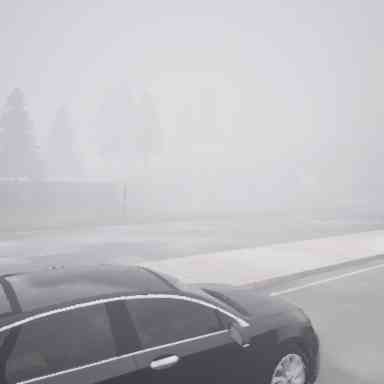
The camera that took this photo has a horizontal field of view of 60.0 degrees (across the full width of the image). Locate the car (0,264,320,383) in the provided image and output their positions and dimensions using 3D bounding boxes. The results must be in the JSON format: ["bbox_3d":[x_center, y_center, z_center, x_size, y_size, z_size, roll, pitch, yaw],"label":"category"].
[{"bbox_3d":[-0.753,1.503,3.209,4.892,1.490,1.837,1,0,-36],"label":"car"}]
